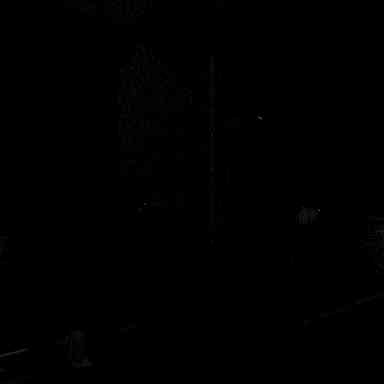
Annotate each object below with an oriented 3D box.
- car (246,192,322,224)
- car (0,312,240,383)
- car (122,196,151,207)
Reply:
[{"bbox_3d":[6.220,1.019,23.269,2.150,2.045,5.566,0,1,-35],"label":"car"},{"bbox_3d":[-1.600,1.551,1.665,4.403,1.369,2.008,0,0,-35],"label":"car"},{"bbox_3d":[-6.962,1.153,41.793,1.895,1.301,4.718,0,0,-35],"label":"car"}]
